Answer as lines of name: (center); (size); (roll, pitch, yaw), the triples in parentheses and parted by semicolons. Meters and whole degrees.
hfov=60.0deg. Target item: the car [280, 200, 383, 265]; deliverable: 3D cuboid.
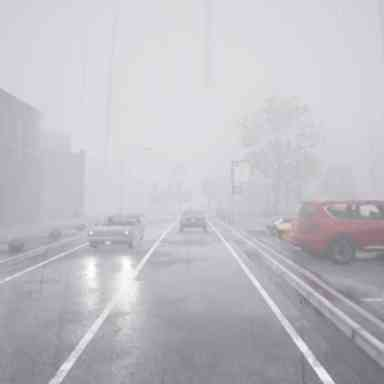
car: (6.260, 1.295, 11.553); (5.566, 2.045, 2.435); (0, -1, 0)

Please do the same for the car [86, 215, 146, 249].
car: (-3.361, 1.767, 15.558); (1.895, 1.301, 4.718); (0, -1, 0)

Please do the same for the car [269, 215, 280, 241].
car: (6.206, 1.587, 14.467); (5.008, 1.535, 2.097); (0, -1, -1)

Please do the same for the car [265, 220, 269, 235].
car: (6.201, 1.504, 17.505); (4.553, 1.767, 2.185); (0, -1, -1)

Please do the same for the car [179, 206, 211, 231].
car: (0.075, 1.899, 23.181); (2.033, 1.411, 5.357); (0, -2, 0)

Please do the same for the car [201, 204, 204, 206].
car: (0.078, 2.506, 39.928); (1.994, 1.385, 4.181); (0, -2, 0)
